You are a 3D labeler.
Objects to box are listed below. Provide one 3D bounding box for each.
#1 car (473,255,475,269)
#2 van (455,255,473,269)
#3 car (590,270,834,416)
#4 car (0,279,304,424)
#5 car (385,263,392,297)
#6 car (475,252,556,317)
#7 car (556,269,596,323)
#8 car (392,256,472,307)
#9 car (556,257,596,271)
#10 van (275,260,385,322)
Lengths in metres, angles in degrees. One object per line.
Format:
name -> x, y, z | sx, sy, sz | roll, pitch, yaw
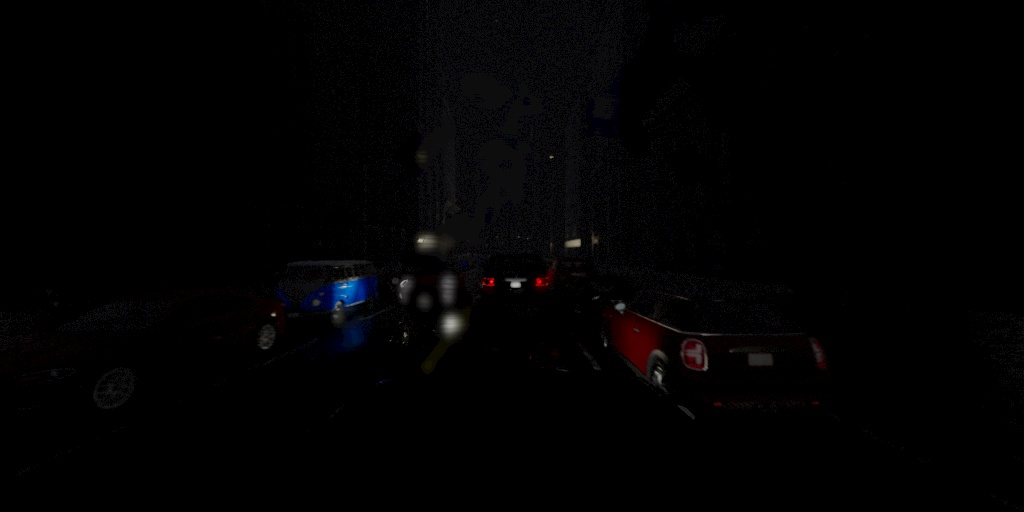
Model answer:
car -> -5.720, 0.954, 45.214 | 1.751, 1.417, 4.829 | 0, 0, 0
van -> -5.726, 0.810, 39.747 | 1.690, 1.789, 3.998 | 0, 0, 0
car -> 2.764, 1.160, 5.929 | 1.967, 1.591, 4.097 | 0, 0, 0
car -> -5.761, 1.261, 5.928 | 1.888, 1.381, 4.507 | 0, 0, 0
car -> -5.749, 1.073, 17.201 | 1.967, 1.591, 4.097 | 0, 0, 0
car -> 0.110, 0.890, 12.906 | 2.150, 2.045, 5.566 | 0, 0, 0
car -> 2.770, 1.245, 11.565 | 1.948, 1.339, 4.313 | 0, 0, 0
car -> -3.078, 1.004, 14.867 | 2.097, 1.767, 4.553 | 0, 0, 0
car -> 2.776, 0.953, 17.202 | 2.192, 1.841, 5.009 | 0, 0, 0
van -> -5.755, 1.016, 11.565 | 1.690, 1.789, 3.998 | 0, 0, 0
